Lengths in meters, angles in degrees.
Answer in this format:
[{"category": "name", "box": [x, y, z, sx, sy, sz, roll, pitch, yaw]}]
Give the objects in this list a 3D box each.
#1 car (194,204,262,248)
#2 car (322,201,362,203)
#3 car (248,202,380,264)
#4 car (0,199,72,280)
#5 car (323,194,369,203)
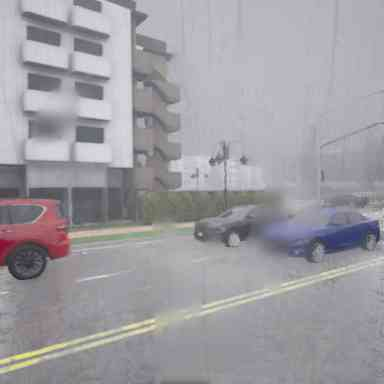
[{"category": "car", "box": [2.360, 1.316, 14.231, 5.008, 1.535, 1.882, -1, 1, -35]}, {"category": "car", "box": [6.558, 1.370, 17.152, 4.718, 1.301, 1.895, -1, 1, -36]}, {"category": "car", "box": [4.481, 1.314, 11.430, 5.008, 1.535, 1.882, -1, 0, -35]}, {"category": "car", "box": [-5.965, 1.225, 8.320, 5.566, 2.045, 2.150, -1, 0, -35]}, {"category": "car", "box": [16.757, 0.948, 36.539, 1.837, 1.490, 4.892, -1, 1, -37]}]
